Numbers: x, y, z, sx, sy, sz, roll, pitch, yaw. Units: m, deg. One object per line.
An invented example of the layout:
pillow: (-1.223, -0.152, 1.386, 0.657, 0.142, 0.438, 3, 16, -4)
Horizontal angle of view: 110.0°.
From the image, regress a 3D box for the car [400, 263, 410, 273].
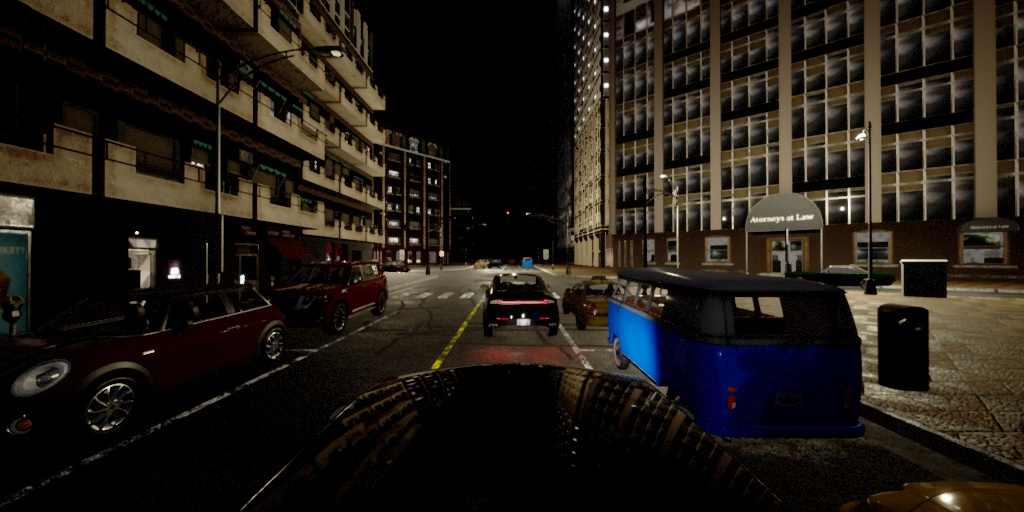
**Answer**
car: (-14.481, 1.446, 44.647, 4.181, 1.385, 1.994, -1, -1, 41)

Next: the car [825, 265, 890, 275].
car: (18.306, 1.188, 20.426, 4.718, 1.301, 1.895, -1, -1, 40)

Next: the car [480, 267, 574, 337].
car: (0.132, 1.242, 10.312, 2.128, 1.511, 4.902, 0, 0, -3)

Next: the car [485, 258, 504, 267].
car: (-2.824, 1.406, 58.789, 1.895, 1.301, 4.718, 0, 0, 2)

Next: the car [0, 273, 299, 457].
car: (-5.315, 1.189, 5.165, 1.967, 1.591, 4.097, 0, 0, 0)

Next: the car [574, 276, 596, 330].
car: (2.564, 1.276, 10.878, 1.751, 1.417, 4.829, 0, 0, 0)

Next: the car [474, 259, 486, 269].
car: (-5.322, 1.332, 59.530, 1.751, 1.417, 4.829, 0, 0, 0)

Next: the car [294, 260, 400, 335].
car: (-5.316, 1.065, 10.700, 2.192, 1.841, 5.009, 0, 0, 0)

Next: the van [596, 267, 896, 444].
van: (2.565, 1.090, 5.171, 1.690, 1.789, 3.998, 0, 0, 0)

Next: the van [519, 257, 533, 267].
van: (2.559, 1.148, 59.700, 1.690, 1.789, 3.998, 0, 0, 0)
